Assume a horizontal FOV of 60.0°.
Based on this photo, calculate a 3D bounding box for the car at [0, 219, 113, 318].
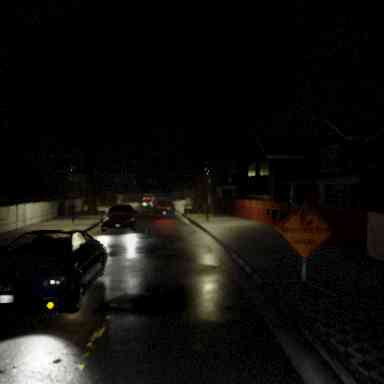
[{"bbox_3d":[-3.186,1.554,7.410,1.994,1.385,4.181,0,0,-4],"label":"car"}]

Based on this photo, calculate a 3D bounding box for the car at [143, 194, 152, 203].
[{"bbox_3d":[-8.232,1.255,64.232,2.097,1.767,4.553,0,0,-2],"label":"car"}]

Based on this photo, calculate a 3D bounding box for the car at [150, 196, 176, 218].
[{"bbox_3d":[-2.513,1.434,29.352,1.837,1.490,4.892,0,0,-7],"label":"car"}]

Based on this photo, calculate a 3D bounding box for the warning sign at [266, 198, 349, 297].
[{"bbox_3d":[2.357,1.092,6.976,1.300,1.860,1.060,1,1,-3],"label":"warning sign"}]

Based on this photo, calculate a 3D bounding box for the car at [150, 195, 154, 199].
[{"bbox_3d":[-4.125,1.394,44.144,2.128,1.511,4.902,0,0,-5],"label":"car"}]

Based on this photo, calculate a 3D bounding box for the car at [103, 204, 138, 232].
[{"bbox_3d":[-4.232,1.488,19.966,1.812,1.442,4.674,0,0,-7],"label":"car"}]
